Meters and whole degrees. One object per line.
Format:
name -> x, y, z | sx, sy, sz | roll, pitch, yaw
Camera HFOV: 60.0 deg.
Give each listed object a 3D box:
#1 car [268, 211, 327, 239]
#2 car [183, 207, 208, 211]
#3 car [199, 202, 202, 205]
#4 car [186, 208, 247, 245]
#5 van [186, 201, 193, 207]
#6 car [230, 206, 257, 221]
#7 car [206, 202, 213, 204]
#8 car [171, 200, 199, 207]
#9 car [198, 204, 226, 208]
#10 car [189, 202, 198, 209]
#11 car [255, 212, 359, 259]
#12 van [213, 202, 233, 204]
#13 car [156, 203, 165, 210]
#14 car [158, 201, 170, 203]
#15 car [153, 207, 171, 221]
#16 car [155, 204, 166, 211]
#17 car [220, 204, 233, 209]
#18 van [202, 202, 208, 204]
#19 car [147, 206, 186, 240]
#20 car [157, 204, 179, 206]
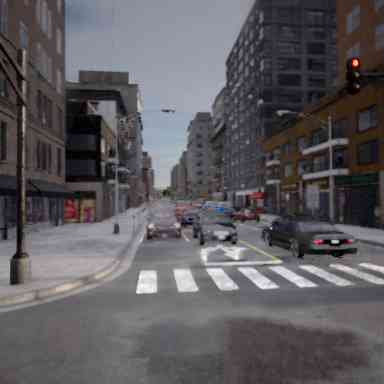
car -> 6.329, 1.938, 20.535 | 1.947, 1.339, 4.313 | 0, -1, -6
car -> 0.137, 2.167, 27.349 | 1.895, 1.301, 4.718 | 0, -1, -6
car -> 1.429, 2.917, 69.880 | 1.967, 1.590, 4.097 | 0, -1, -6
car -> 1.109, 1.846, 17.566 | 2.128, 1.511, 4.902 | 0, -1, -6
van -> -0.749, 3.319, 91.813 | 1.690, 1.788, 3.998 | 0, -1, -6
car -> 5.240, 2.192, 31.501 | 1.802, 1.307, 4.206 | 0, -1, -6
car -> 3.607, 2.526, 47.948 | 2.008, 1.369, 4.403 | 0, -1, -6
car -> -0.883, 2.016, 37.767 | 2.150, 2.045, 5.566 | 0, -1, -6
car -> 2.142, 2.354, 37.021 | 1.895, 1.301, 4.718 | 0, -1, -6
car -> 0.340, 3.168, 80.846 | 1.967, 1.590, 4.097 | 0, -1, -6
car -> 4.558, 1.794, 13.804 | 2.033, 1.411, 5.357 | 0, -1, -7
van -> 4.149, 2.194, 42.470 | 1.690, 1.788, 3.998 | 0, -1, -6
car -> -7.100, 3.198, 74.567 | 1.887, 1.381, 4.507 | 0, -1, -6
car -> -4.924, 2.591, 52.639 | 1.967, 1.590, 4.097 | 0, -1, -6
car -> -3.290, 2.364, 36.188 | 1.802, 1.307, 4.206 | 0, -1, -6
car -> -6.012, 2.953, 63.601 | 2.008, 1.369, 4.403 | 0, -1, -6
car -> 4.695, 2.297, 36.983 | 1.947, 1.339, 4.313 | 0, -1, -6
van -> 3.060, 2.441, 53.435 | 1.690, 1.788, 3.998 | 0, -1, -6
car -> -1.658, 1.863, 19.744 | 1.967, 1.590, 4.097 | 0, -1, -6
car -> -2.202, 1.982, 25.227 | 1.967, 1.590, 4.097 | 0, -1, -6
